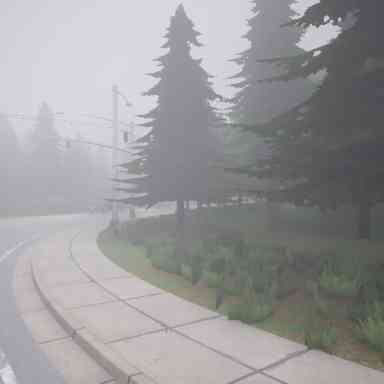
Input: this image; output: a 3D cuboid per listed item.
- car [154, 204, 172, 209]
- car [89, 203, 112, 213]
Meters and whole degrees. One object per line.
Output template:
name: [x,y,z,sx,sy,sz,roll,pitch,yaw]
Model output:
car: [-4.495,1.526,45.422,1.812,1.442,4.674,0,0,29]
car: [-9.140,1.491,36.517,2.128,1.511,4.902,0,0,27]
